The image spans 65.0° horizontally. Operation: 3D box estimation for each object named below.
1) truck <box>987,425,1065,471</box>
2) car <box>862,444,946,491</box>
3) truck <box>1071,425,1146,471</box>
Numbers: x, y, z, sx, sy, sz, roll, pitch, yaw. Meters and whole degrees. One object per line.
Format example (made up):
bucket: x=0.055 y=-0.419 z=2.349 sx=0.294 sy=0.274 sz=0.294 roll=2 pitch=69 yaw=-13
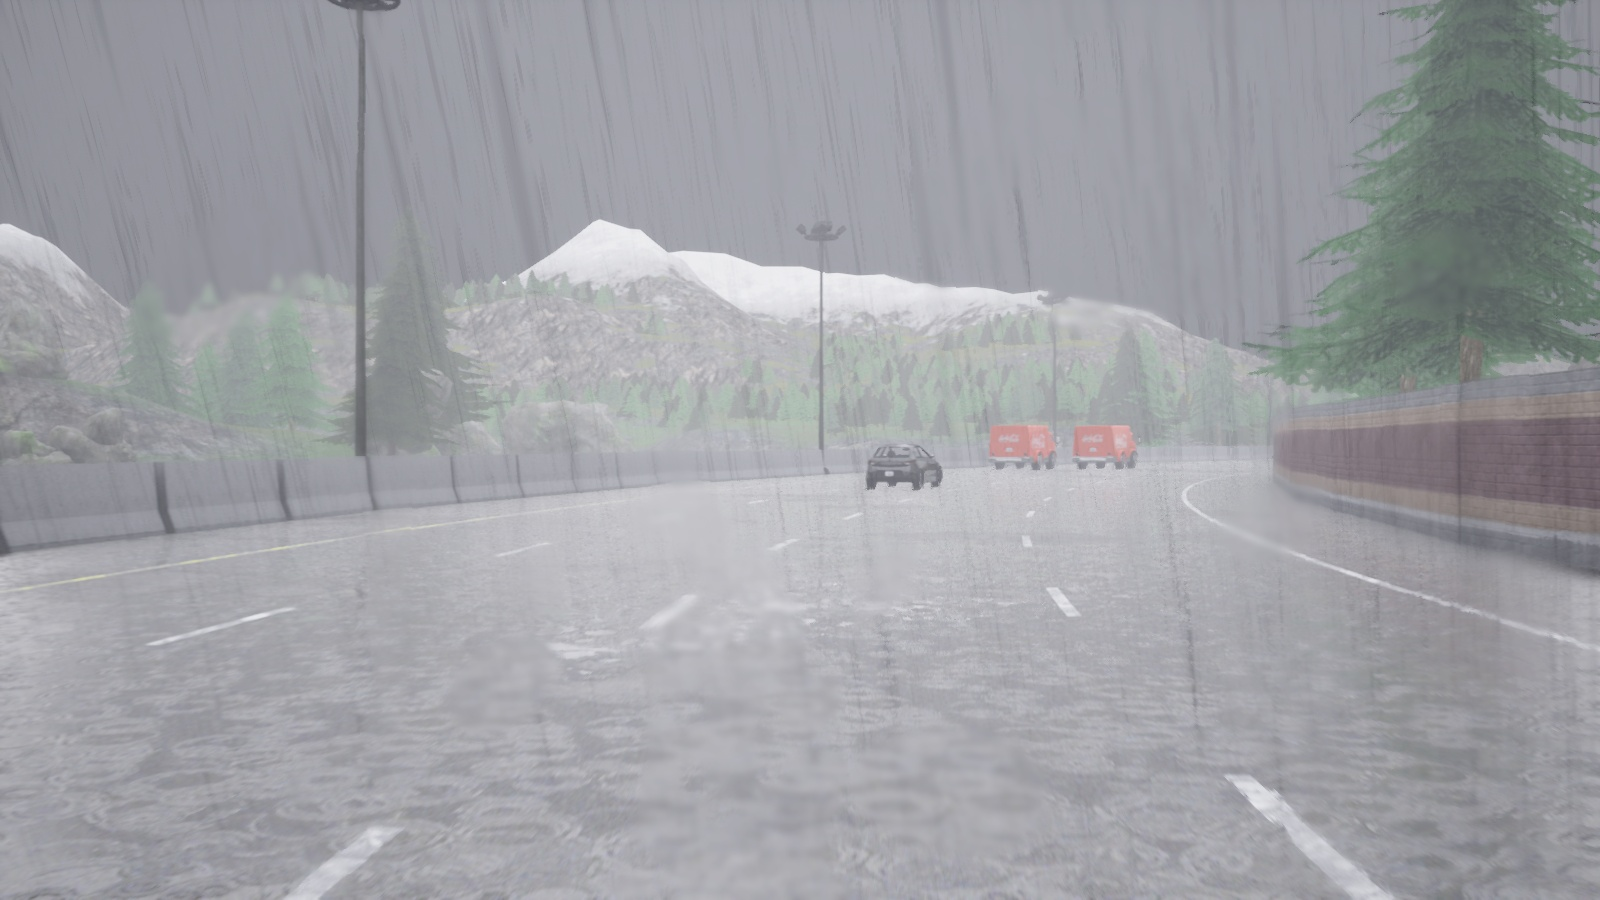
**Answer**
truck: x=12.616 y=-0.119 z=69.782 sx=2.627 sy=2.467 sz=5.204 roll=0 pitch=0 yaw=31
car: x=3.478 y=0.532 z=41.198 sx=1.816 sy=1.474 sz=4.193 roll=0 pitch=0 yaw=18
truck: x=17.486 y=-0.121 z=71.061 sx=2.627 sy=2.467 sz=5.204 roll=0 pitch=0 yaw=32
